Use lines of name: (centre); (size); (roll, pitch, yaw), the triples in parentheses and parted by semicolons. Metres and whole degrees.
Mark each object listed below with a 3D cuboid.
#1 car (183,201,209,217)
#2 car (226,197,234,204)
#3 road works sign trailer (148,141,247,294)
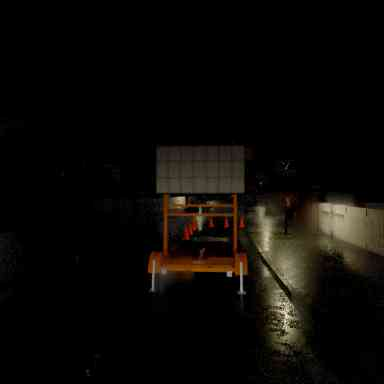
car: (0.473, 1.602, 31.853); (2.033, 1.411, 5.357); (0, 0, 11)
car: (7.897, 1.758, 68.473); (1.895, 1.301, 4.718); (0, 0, 6)
road works sign trailer: (0.228, 0.470, 8.849); (2.380, 3.560, 2.880); (0, 0, 5)
